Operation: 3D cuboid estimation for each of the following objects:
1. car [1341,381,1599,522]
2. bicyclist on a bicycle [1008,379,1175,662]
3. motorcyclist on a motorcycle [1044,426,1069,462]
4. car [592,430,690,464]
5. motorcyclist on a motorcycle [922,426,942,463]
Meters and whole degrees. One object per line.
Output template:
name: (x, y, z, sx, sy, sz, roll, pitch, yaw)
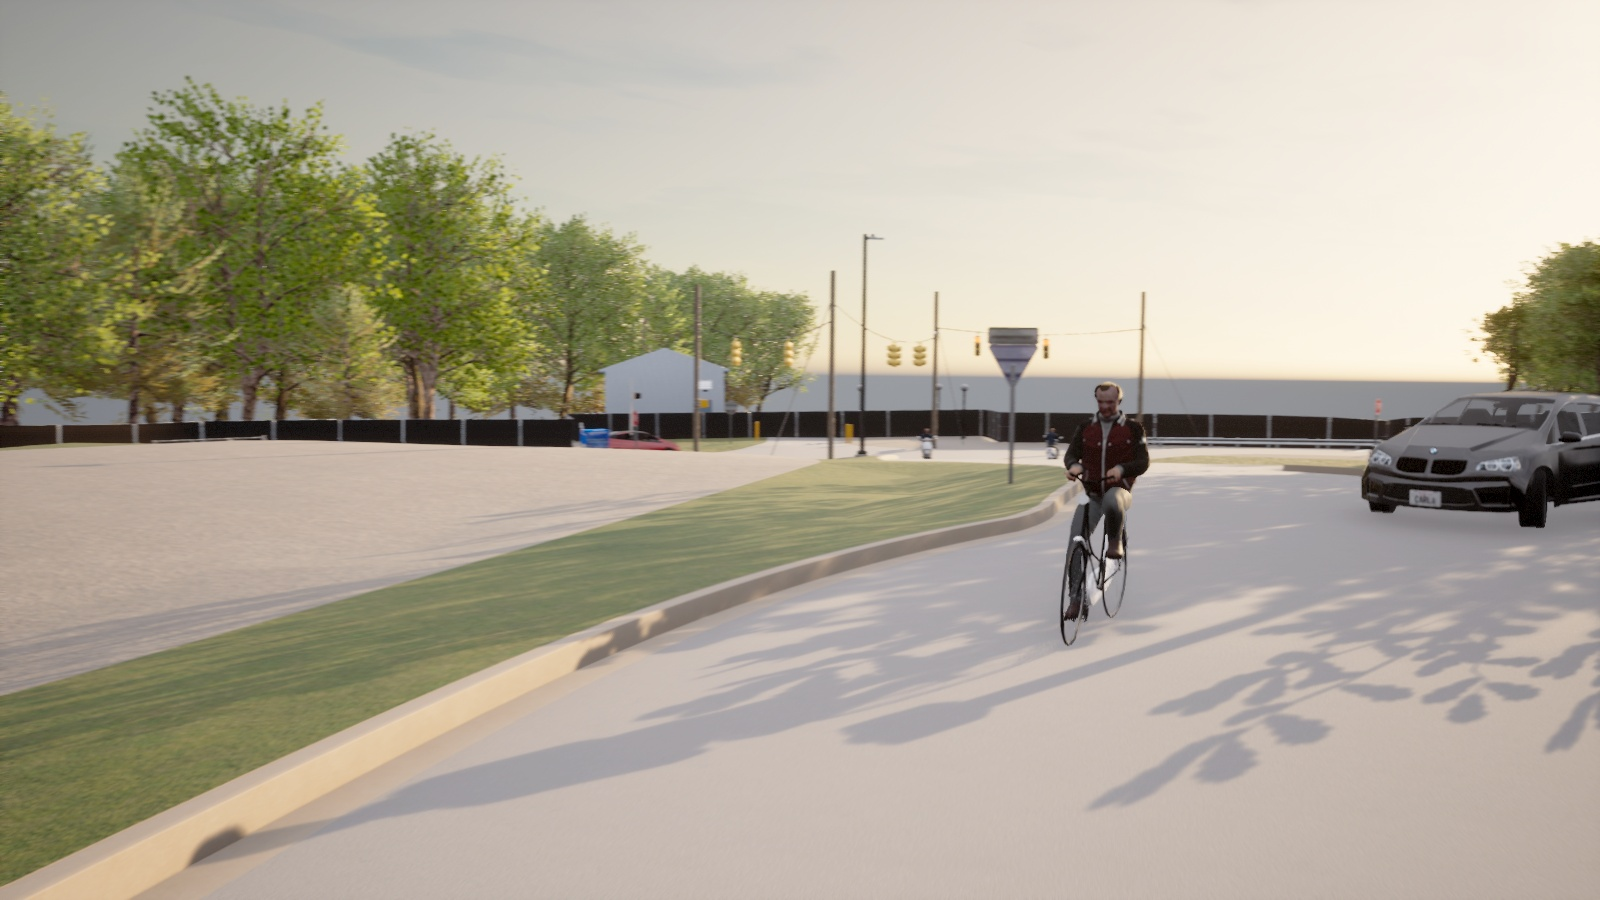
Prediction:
car: (9.676, -0.101, 17.115, 4.611, 1.667, 2.242, -2, 4, -38)
bicyclist on a bicycle: (2.092, 0.395, 8.838, 0.659, 1.776, 1.843, 3, 4, 28)
motorcyclist on a motorcycle: (11.816, -0.297, 57.783, 0.866, 1.590, 1.817, 2, 3, 19)
car: (-8.011, -0.173, 63.245, 4.514, 1.525, 2.007, -1, 4, -26)
motorcyclist on a motorcycle: (5.993, -0.239, 57.015, 0.866, 1.590, 1.817, -1, -2, 5)
